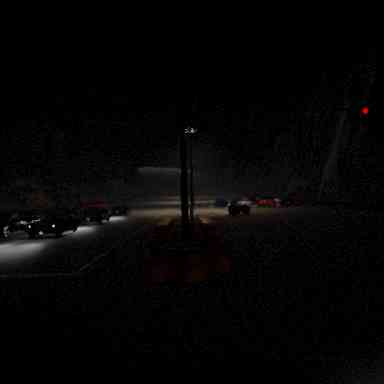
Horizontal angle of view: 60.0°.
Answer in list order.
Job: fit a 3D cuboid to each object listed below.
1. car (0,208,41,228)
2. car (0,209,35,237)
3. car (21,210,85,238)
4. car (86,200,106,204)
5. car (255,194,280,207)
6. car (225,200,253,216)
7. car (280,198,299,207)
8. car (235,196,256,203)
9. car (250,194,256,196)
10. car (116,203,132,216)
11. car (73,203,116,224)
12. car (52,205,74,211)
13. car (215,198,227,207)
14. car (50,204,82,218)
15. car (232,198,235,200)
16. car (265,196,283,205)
[{"bbox_3d":[-16.007,2.360,30.936,1.812,1.442,4.674,-2,-1,0],"label":"car"},{"bbox_3d":[-12.497,2.140,22.334,2.128,1.511,4.902,-2,-1,0],"label":"car"},{"bbox_3d":[-8.996,2.150,22.012,1.895,1.301,4.718,-2,-1,0],"label":"car"},{"bbox_3d":[-12.510,2.036,42.929,2.150,2.045,5.566,-2,0,0],"label":"car"},{"bbox_3d":[12.082,1.502,53.538,2.097,1.767,4.553,-2,0,0],"label":"car"},{"bbox_3d":[5.181,1.898,37.197,1.895,1.301,4.718,-2,0,0],"label":"car"},{"bbox_3d":[15.588,1.654,53.596,1.895,1.301,4.718,-2,0,0],"label":"car"},{"bbox_3d":[8.588,1.772,53.565,1.812,1.442,4.674,-2,0,0],"label":"car"},{"bbox_3d":[12.083,1.354,63.600,2.150,2.045,5.566,-2,0,0],"label":"car"},{"bbox_3d":[-9.004,2.207,42.613,2.128,1.511,4.902,-2,0,0],"label":"car"},{"bbox_3d":[-9.016,2.137,31.340,2.128,1.511,4.902,-2,-1,0],"label":"car"},{"bbox_3d":[-12.516,2.271,31.594,1.812,1.442,4.674,-2,-1,0],"label":"car"},{"bbox_3d":[5.141,1.814,58.473,1.882,1.535,5.008,-2,0,1],"label":"car"},{"bbox_3d":[-16.001,2.400,42.451,2.128,1.511,4.902,-2,0,0],"label":"car"},{"bbox_3d":[8.594,1.789,63.573,1.994,1.385,4.181,-2,0,0],"label":"car"},{"bbox_3d":[15.591,1.580,63.569,2.033,1.411,5.357,-2,0,0],"label":"car"}]
